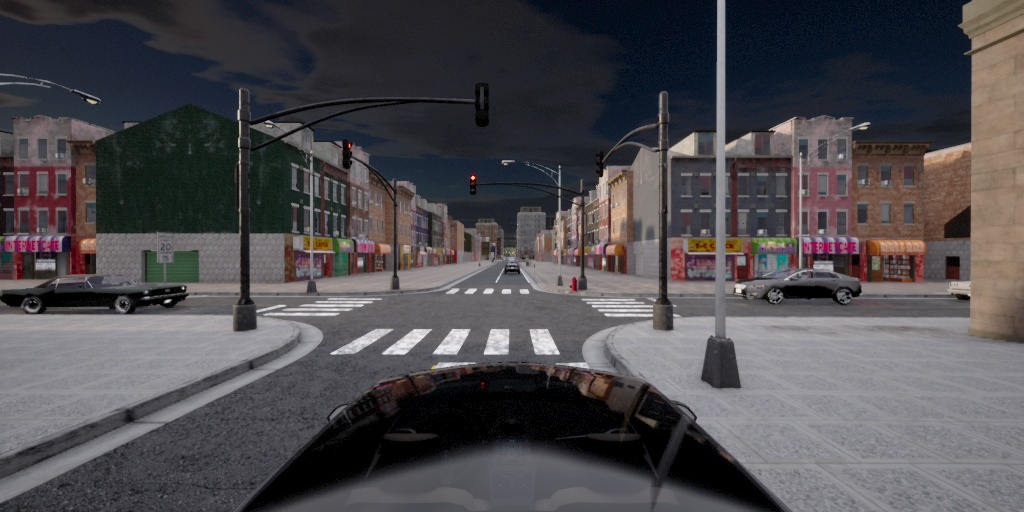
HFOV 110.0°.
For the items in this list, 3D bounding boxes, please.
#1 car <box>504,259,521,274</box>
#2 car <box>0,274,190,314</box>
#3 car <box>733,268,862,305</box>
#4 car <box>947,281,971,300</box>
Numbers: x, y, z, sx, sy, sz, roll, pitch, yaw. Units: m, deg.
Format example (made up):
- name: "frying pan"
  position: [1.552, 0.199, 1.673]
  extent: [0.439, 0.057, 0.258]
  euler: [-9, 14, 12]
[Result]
- name: "car"
  position: [0.022, 1.313, 40.639]
  extent: [1.948, 1.339, 4.313]
  euler: [0, 0, 0]
- name: "car"
  position: [-14.635, 1.312, 12.851]
  extent: [4.718, 1.301, 1.895]
  euler: [0, 0, -3]
- name: "car"
  position: [12.449, 1.278, 15.818]
  extent: [4.902, 1.511, 2.128]
  euler: [0, 0, 0]
- name: "car"
  position: [22.496, 1.419, 15.824]
  extent: [4.718, 1.301, 1.895]
  euler: [0, 0, 0]
